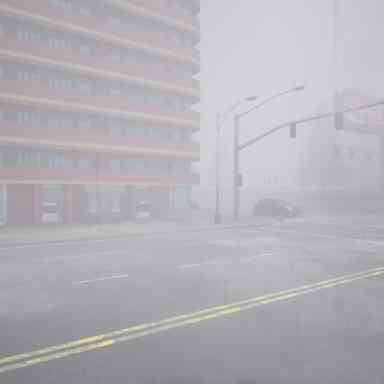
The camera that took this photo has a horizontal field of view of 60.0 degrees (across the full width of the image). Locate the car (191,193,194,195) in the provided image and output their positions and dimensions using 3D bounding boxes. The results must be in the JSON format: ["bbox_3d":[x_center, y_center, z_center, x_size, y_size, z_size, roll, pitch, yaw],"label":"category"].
[{"bbox_3d":[-1.456,1.221,61.344,2.150,2.045,5.566,0,0,-34],"label":"car"}]

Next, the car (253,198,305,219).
[{"bbox_3d":[7.480,1.352,28.909,2.097,1.767,4.553,0,0,-34],"label":"car"}]

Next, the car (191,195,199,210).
[{"bbox_3d":[-1.057,1.477,41.598,1.882,1.535,5.008,0,0,-34],"label":"car"}]
